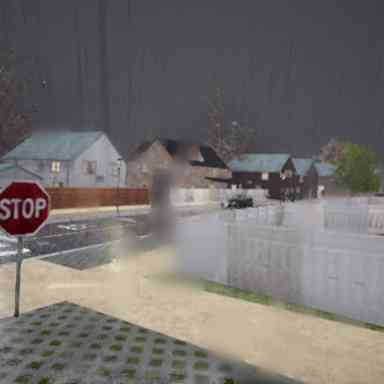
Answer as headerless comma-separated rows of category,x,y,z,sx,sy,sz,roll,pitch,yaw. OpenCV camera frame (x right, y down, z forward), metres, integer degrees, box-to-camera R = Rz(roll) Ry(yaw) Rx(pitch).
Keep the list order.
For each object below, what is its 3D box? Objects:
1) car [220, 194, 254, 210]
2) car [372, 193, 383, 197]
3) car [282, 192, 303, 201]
car,4.736,1.009,34.501,2.128,1.511,4.902,5,3,35
car,40.067,1.044,70.989,4.674,1.442,1.812,0,4,-43
car,14.485,0.716,47.453,1.837,1.490,4.892,5,3,39
